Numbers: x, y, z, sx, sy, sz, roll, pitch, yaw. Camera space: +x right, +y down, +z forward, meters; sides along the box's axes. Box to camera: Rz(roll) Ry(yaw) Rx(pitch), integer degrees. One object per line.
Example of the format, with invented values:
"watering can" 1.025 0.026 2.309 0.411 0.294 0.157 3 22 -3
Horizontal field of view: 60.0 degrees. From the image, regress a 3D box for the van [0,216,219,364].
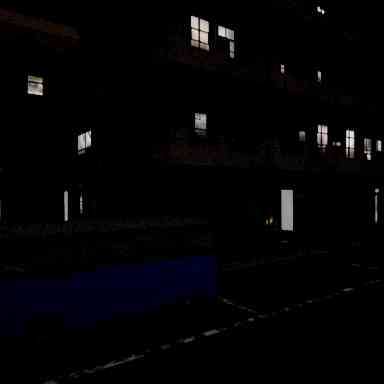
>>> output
"van" -1.431 1.341 5.550 3.998 1.788 1.690 0 0 -35
